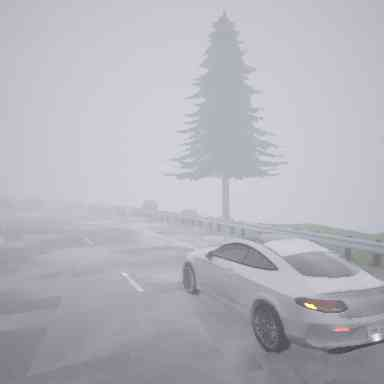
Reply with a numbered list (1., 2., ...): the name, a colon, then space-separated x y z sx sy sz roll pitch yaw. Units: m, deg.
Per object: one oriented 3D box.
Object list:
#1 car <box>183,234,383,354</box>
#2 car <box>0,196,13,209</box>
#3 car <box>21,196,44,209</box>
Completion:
1. car: 1.368 1.525 6.213 1.812 1.442 4.674 0 0 -23
2. car: -25.409 1.352 44.428 2.097 1.767 4.553 0 0 -39
3. car: -21.980 1.352 45.718 2.097 1.767 4.553 0 0 -38
